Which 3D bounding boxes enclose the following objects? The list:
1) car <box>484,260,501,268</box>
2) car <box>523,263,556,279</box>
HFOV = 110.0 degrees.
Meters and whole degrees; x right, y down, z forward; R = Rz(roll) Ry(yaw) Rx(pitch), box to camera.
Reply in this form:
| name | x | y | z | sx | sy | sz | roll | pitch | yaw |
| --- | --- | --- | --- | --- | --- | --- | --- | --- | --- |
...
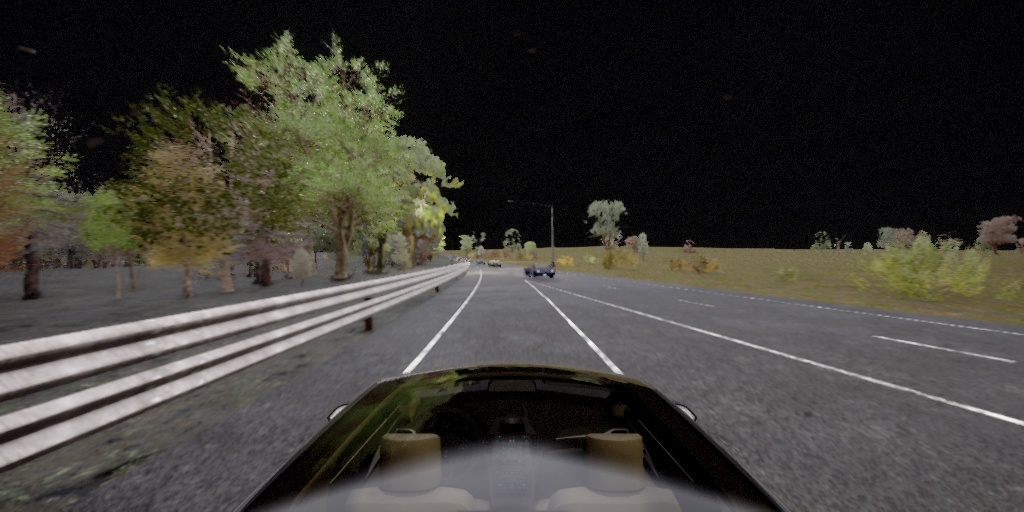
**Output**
| name | x | y | z | sx | sy | sz | roll | pitch | yaw |
| --- | --- | --- | --- | --- | --- | --- | --- | --- | --- |
| car | -3.115 | 1.351 | 60.756 | 1.895 | 1.301 | 4.718 | -1 | 0 | -11 |
| car | 2.342 | 1.308 | 32.006 | 1.895 | 1.301 | 4.718 | 0 | 0 | -11 |
